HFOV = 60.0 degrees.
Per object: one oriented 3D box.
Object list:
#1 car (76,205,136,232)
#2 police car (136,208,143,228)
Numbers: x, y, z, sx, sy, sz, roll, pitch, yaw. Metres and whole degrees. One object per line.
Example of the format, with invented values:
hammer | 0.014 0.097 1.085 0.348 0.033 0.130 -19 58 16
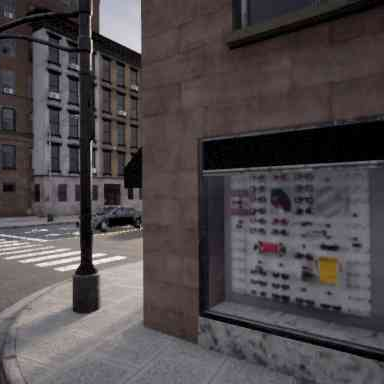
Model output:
car | -4.988 1.592 21.099 2.128 1.511 4.902 -1 -1 34
police car | -0.871 1.582 21.098 2.038 1.542 4.974 -1 -1 35
